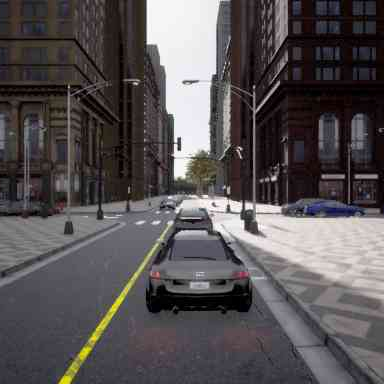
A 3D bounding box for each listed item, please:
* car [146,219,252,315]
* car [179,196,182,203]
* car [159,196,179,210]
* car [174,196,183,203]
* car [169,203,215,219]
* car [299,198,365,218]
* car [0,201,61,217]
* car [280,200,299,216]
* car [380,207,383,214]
[{"bbox_3d":[0.105,1.564,7.686,1.994,1.385,4.181,0,0,-1],"label":"car"},{"bbox_3d":[-3.108,1.495,52.810,2.128,1.511,4.902,0,0,0],"label":"car"},{"bbox_3d":[-3.105,1.548,43.049,2.033,1.411,5.357,0,0,0],"label":"car"},{"bbox_3d":[-3.024,1.551,73.457,1.812,1.442,4.674,0,0,0],"label":"car"},{"bbox_3d":[0.055,1.505,16.593,1.837,1.490,4.892,0,0,0],"label":"car"},{"bbox_3d":[12.310,1.514,28.846,5.008,1.535,1.882,0,0,0],"label":"car"},{"bbox_3d":[-14.321,1.498,28.838,5.357,1.411,2.033,0,0,0],"label":"car"},{"bbox_3d":[10.852,1.389,32.082,4.553,1.767,2.097,0,0,1],"label":"car"},{"bbox_3d":[20.508,1.631,32.048,4.181,1.385,1.994,0,0,0],"label":"car"}]
